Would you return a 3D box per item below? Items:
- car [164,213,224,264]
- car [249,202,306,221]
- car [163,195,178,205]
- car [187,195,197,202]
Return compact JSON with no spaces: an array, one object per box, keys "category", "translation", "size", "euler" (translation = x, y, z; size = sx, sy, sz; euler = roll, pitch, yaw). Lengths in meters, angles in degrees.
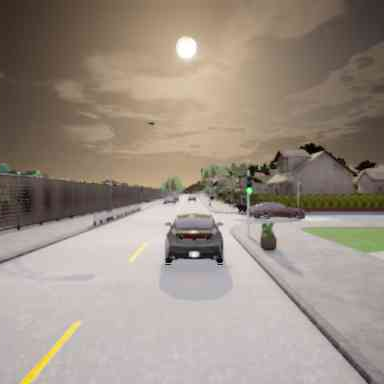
[{"category":"car","translation":[0.077,1.511,11.864],"size":[1.837,1.490,4.892],"euler":[0,0,0]},{"category":"car","translation":[6.819,1.540,26.926],"size":[4.674,1.442,1.812],"euler":[0,-1,-5]},{"category":"car","translation":[-4.021,1.555,59.665],"size":[1.812,1.442,4.674],"euler":[0,0,1]},{"category":"car","translation":[0.025,1.453,72.101],"size":[1.812,1.442,4.674],"euler":[0,0,0]}]
